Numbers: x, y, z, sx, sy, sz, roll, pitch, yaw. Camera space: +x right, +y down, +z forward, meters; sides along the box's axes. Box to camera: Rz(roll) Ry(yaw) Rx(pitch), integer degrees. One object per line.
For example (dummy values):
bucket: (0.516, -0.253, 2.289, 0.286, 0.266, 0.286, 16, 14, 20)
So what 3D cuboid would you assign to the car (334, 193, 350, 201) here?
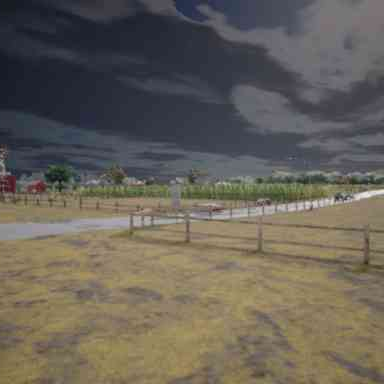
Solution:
car: (38.344, 1.252, 85.786, 2.150, 2.045, 5.566, -1, 1, 36)

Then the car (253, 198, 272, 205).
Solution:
car: (11.796, 1.705, 55.410, 1.882, 1.535, 5.008, -1, 0, 36)

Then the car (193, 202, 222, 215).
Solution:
car: (2.074, 2.060, 42.269, 1.812, 1.442, 4.674, -1, -1, 36)
